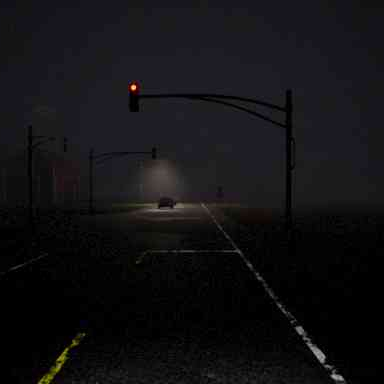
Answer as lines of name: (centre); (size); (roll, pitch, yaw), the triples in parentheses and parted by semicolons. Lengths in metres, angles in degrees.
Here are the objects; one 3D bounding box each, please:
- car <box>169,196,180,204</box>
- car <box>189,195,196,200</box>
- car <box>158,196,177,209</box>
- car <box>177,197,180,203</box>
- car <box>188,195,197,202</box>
car: (-3.433, 1.536, 64.992); (1.895, 1.301, 4.718); (0, 0, 1)
car: (0.147, 1.440, 86.669); (1.994, 1.385, 4.181); (0, 0, 0)
car: (-3.513, 1.443, 45.201); (1.882, 1.535, 5.008); (0, 0, 0)
car: (-3.487, 1.477, 55.064); (1.812, 1.442, 4.674); (0, 0, 1)
car: (0.131, 1.388, 76.982); (1.882, 1.535, 5.008); (0, 0, 0)
